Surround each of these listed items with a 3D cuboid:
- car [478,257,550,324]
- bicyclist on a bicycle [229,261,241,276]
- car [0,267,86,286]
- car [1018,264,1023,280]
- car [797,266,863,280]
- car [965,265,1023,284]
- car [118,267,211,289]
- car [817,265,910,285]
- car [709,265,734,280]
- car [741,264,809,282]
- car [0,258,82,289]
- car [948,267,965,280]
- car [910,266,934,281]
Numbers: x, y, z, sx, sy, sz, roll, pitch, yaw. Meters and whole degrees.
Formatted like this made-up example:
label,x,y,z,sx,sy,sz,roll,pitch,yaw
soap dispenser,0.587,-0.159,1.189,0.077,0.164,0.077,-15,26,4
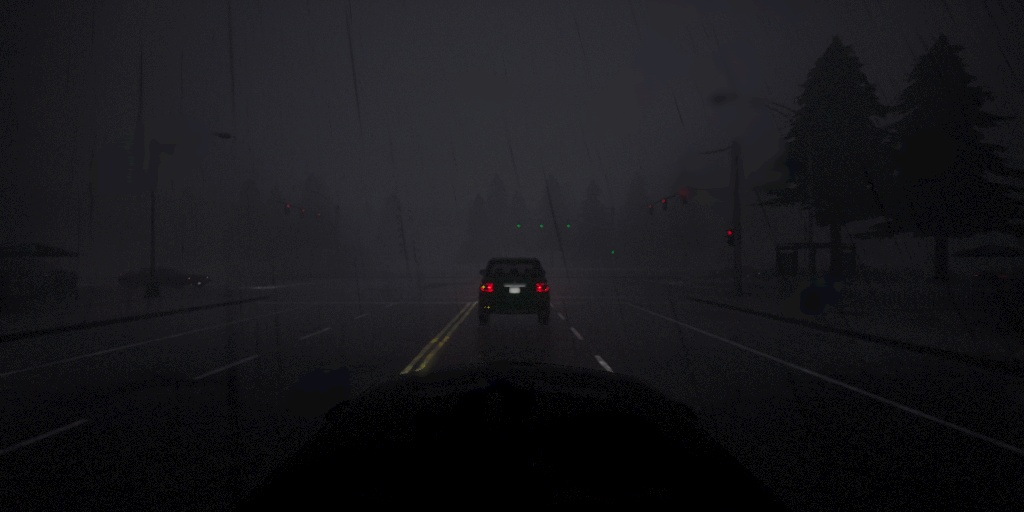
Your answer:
label,x,y,z,sx,sy,sz,roll,pitch,yaw
car,0.020,1.081,12.634,2.150,2.045,5.566,0,-1,-1
bicyclist on a bicycle,-29.837,1.374,38.611,0.582,1.620,1.656,0,0,0
car,-35.762,1.523,27.287,4.181,1.385,1.994,0,-1,-4
car,49.560,1.498,31.965,4.892,1.490,1.837,0,-1,20
car,30.841,1.626,34.855,4.718,1.301,1.895,0,-1,1
car,34.094,1.480,24.132,4.181,1.385,1.994,0,-1,2
car,-23.235,1.526,24.134,4.718,1.301,1.895,0,-1,0
car,27.076,1.431,27.745,5.008,1.535,1.882,0,-1,0
car,21.736,1.553,34.908,4.674,1.442,1.812,0,-1,0
car,23.161,1.483,31.404,4.902,1.511,2.128,0,-1,0
car,-32.990,1.148,24.043,5.566,2.045,2.150,0,-1,-1
car,39.968,1.619,34.272,4.718,1.301,1.895,0,-1,7
car,32.912,1.537,31.337,5.357,1.411,2.033,0,-1,1
